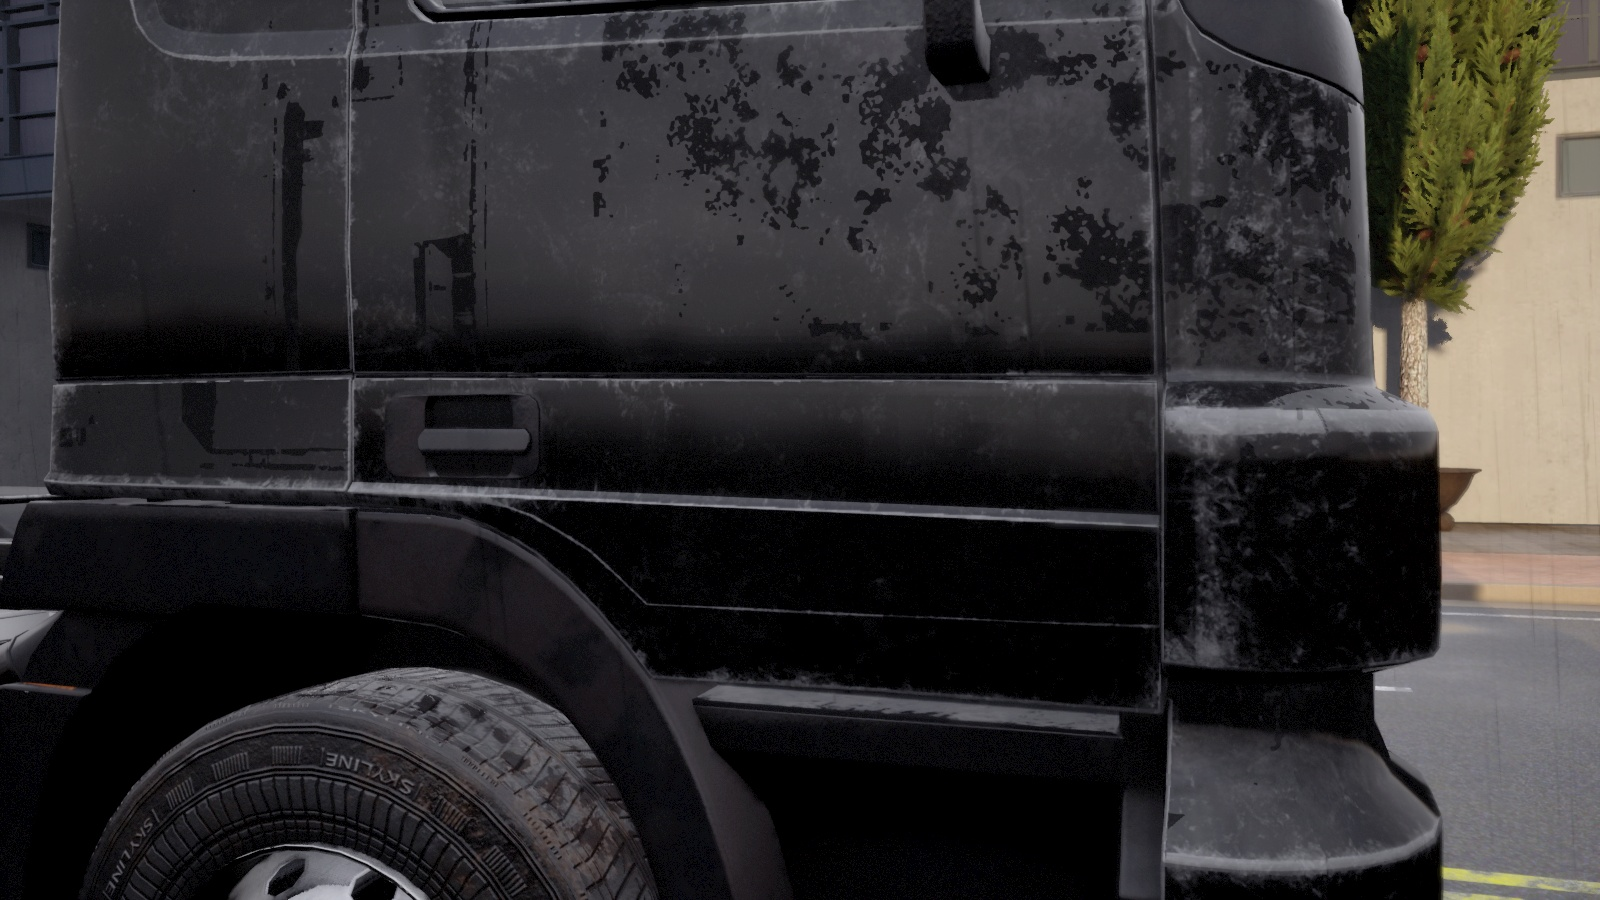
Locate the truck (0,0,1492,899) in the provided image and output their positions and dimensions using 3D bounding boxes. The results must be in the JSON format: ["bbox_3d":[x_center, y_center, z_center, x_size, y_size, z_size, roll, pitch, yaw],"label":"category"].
[{"bbox_3d":[-2.510,-0.230,4.057,7.936,3.462,2.891,1,1,19],"label":"truck"}]
